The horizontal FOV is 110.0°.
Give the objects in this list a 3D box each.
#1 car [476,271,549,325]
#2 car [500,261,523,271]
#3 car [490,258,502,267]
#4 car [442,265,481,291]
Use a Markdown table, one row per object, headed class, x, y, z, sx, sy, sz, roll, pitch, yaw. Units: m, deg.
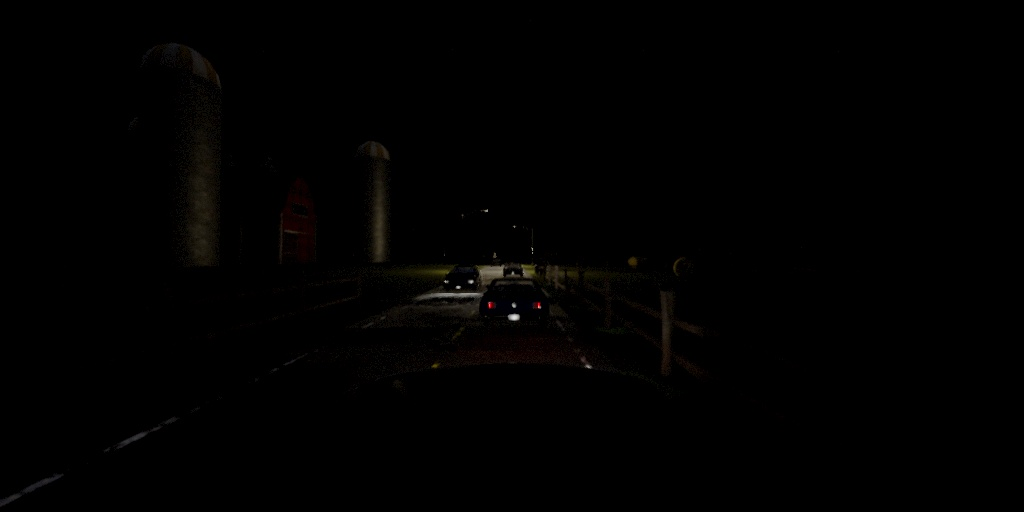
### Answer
| class | x | y | z | sx | sy | sz | roll | pitch | yaw |
| --- | --- | --- | --- | --- | --- | --- | --- | --- | --- |
| car | 0.076 | 1.337 | 11.780 | 1.895 | 1.301 | 4.718 | 0 | 0 | 0 |
| car | 0.095 | 1.311 | 35.755 | 1.895 | 1.301 | 4.718 | 0 | 0 | 0 |
| car | -2.784 | 1.173 | 63.189 | 1.882 | 1.535 | 5.008 | 0 | 0 | 1 |
| car | -2.850 | 1.272 | 21.684 | 2.033 | 1.411 | 5.357 | 0 | 0 | 0 |
